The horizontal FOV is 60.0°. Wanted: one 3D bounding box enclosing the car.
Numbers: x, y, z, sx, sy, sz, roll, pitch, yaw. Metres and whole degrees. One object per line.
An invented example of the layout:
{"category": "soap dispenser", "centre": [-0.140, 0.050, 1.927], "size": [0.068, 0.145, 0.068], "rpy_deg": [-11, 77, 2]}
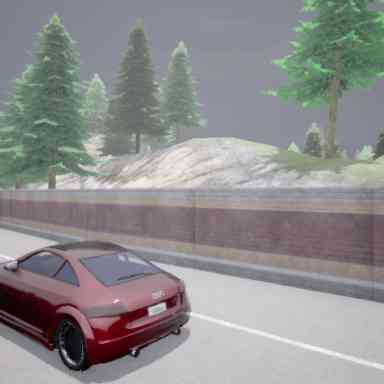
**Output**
{"category": "car", "centre": [-2.044, 1.559, 5.750], "size": [4.181, 1.385, 1.994], "rpy_deg": [0, 0, 38]}
